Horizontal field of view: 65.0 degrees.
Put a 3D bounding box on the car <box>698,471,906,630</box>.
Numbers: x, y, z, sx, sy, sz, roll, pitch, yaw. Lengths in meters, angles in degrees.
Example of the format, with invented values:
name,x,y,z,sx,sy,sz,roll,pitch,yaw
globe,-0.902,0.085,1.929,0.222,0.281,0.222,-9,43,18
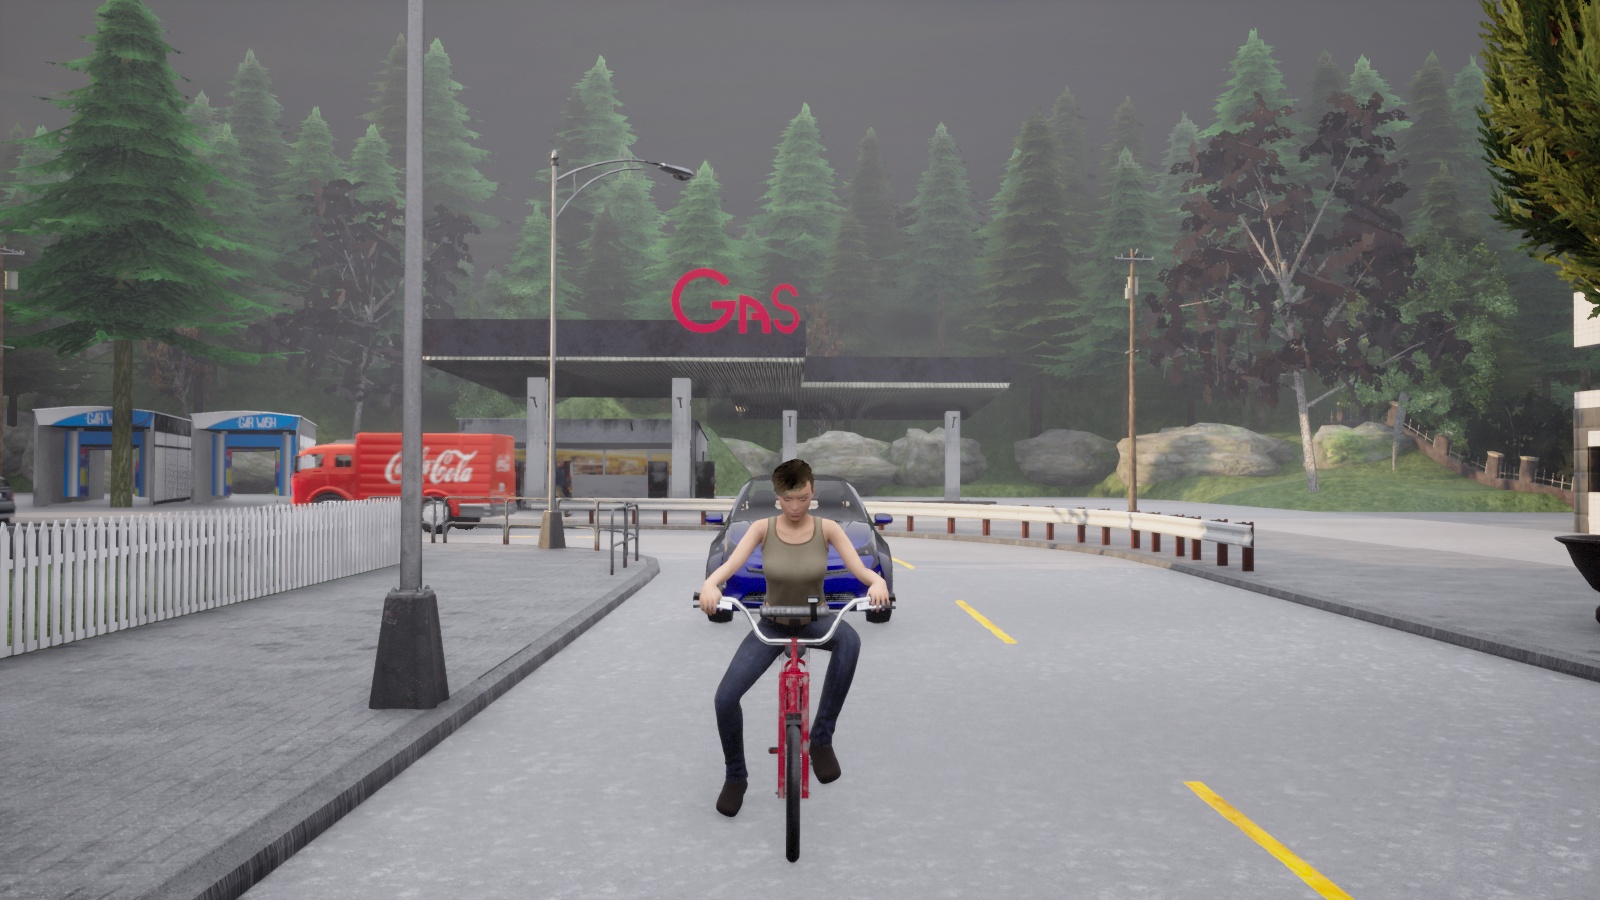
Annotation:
name,x,y,z,sx,sy,sz,roll,pitch,yaw
car,-0.022,1.002,14.357,2.007,1.525,4.514,0,-1,-1

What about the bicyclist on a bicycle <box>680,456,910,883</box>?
name,x,y,z,sx,sy,sz,roll,pitch,yaw
bicyclist on a bicycle,-0.018,0.844,5.523,0.866,1.612,1.509,0,-1,0

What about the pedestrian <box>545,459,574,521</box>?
name,x,y,z,sx,sy,sz,roll,pitch,yaw
pedestrian,-7.177,1.184,37.492,0.726,1.842,0.402,-1,-1,23

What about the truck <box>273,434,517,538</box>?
name,x,y,z,sx,sy,sz,roll,pitch,yaw
truck,-10.020,0.894,31.438,5.204,2.467,2.627,0,-1,2

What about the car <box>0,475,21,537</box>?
name,x,y,z,sx,sy,sz,roll,pitch,yaw
car,-21.882,1.407,31.379,3.705,1.549,1.789,0,-1,0
